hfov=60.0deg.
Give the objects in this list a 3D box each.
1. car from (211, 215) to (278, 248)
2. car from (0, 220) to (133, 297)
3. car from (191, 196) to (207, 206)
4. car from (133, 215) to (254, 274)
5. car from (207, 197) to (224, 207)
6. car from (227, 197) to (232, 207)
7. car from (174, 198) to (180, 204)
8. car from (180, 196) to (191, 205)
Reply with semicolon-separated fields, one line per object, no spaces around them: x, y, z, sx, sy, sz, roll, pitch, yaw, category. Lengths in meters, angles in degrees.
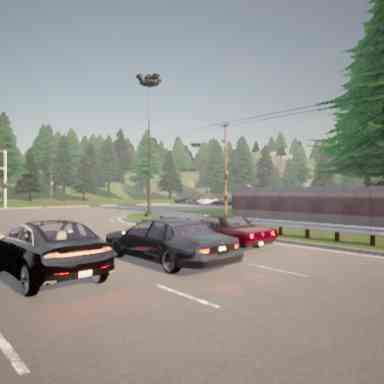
1.060;1.590;13.800;1.895;1.301;4.718;0;0;-41;car
-3.811;1.483;8.733;2.128;1.511;4.902;0;0;-41;car
2.547;1.484;53.923;4.674;1.442;1.812;0;0;-41;car
-0.856;1.539;10.663;2.033;1.411;5.357;0;0;-41;car
5.428;1.508;51.798;5.357;1.411;2.033;0;0;-41;car
7.497;1.316;48.949;4.553;1.767;2.097;0;0;-41;car
-1.038;1.430;60.070;5.008;1.535;1.882;0;0;-41;car
0.943;1.446;57.163;4.902;1.511;2.128;0;0;-41;car
